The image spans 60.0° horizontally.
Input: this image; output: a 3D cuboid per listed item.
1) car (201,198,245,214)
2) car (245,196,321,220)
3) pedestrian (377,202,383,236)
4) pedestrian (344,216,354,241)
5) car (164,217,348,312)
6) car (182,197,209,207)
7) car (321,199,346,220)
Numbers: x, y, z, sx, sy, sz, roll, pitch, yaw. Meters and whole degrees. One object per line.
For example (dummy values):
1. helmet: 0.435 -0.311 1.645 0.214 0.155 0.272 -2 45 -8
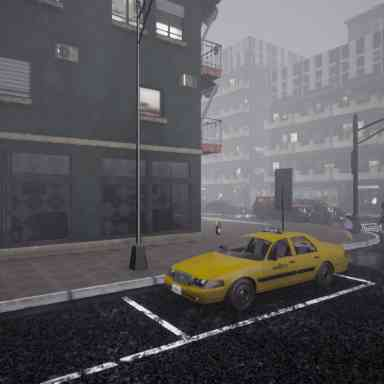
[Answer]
1. car: 3.507 1.468 34.586 2.033 1.411 5.357 0 0 -35
2. car: 6.827 1.264 25.454 2.192 1.841 5.009 0 0 -35
3. pedestrian: 7.990 1.294 13.645 0.375 1.860 0.375 0 0 -35
4. pedestrian: 6.798 1.521 14.298 0.500 1.100 0.500 0 0 -35
5. car: 1.679 1.525 7.703 4.829 1.417 1.752 0 0 -35
6. car: 0.516 1.466 48.776 1.802 1.307 4.206 0 0 -35
7. car: 9.586 1.304 25.960 2.097 1.767 4.553 0 0 -34
